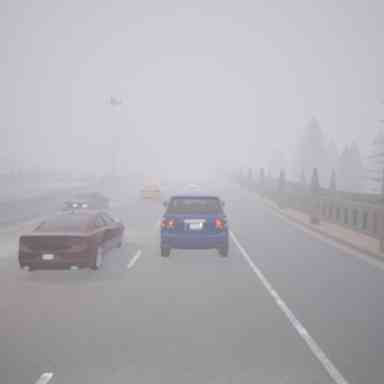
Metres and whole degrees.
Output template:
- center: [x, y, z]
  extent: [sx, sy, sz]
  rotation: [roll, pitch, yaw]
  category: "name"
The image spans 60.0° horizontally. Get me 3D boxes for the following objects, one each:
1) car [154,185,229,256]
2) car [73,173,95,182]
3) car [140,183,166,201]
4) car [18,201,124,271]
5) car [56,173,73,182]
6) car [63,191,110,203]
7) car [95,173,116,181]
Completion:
- center: [0.081, 0.957, 12.212]
  extent: [2.150, 2.045, 5.566]
  rotation: [0, 3, 0]
  category: "car"
- center: [-17.633, -2.495, 55.941]
  extent: [2.128, 1.511, 4.902]
  rotation: [0, 5, 0]
  category: "car"
- center: [-3.448, -0.121, 29.850]
  extent: [1.882, 1.535, 5.008]
  rotation: [0, 5, 0]
  category: "car"
- center: [-3.418, 1.291, 10.362]
  extent: [1.882, 1.535, 5.008]
  rotation: [0, 2, 0]
  category: "car"
- center: [-21.129, -2.486, 55.866]
  extent: [2.128, 1.511, 4.902]
  rotation: [0, 5, 0]
  category: "car"
- center: [-6.937, 0.641, 22.214]
  extent: [2.033, 1.411, 5.357]
  rotation: [0, 5, 0]
  category: "car"
- center: [-14.135, -2.505, 56.033]
  extent: [2.128, 1.511, 4.902]
  rotation: [0, 5, 0]
  category: "car"
